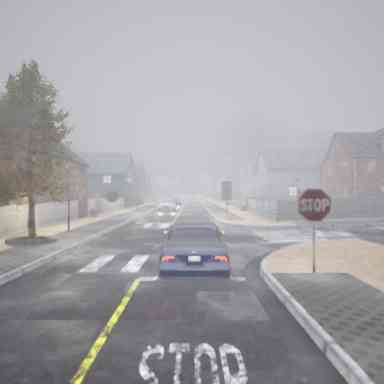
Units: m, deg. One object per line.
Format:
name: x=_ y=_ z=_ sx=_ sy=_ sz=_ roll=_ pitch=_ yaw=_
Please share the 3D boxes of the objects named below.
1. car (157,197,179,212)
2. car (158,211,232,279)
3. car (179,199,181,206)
car: x=-2.842 y=1.506 z=38.594 sx=1.812 sy=1.442 sz=4.674 roll=0 pitch=0 yaw=0
car: x=0.070 y=1.543 z=9.972 sx=2.033 sy=1.411 sz=5.357 roll=0 pitch=0 yaw=0
car: x=-2.811 y=1.537 z=55.104 sx=1.994 sy=1.385 sz=4.181 roll=0 pitch=0 yaw=0
